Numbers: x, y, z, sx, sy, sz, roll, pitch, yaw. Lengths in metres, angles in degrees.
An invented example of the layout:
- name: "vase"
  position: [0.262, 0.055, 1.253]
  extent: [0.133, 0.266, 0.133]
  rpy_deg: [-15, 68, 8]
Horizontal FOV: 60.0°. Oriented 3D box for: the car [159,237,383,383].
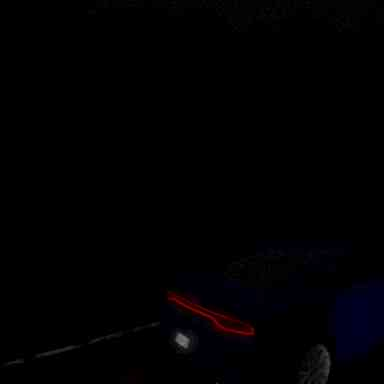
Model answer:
- name: "car"
  position: [1.919, 1.429, 5.051]
  extent: [5.008, 1.535, 1.882]
  rpy_deg: [-1, 1, -35]
